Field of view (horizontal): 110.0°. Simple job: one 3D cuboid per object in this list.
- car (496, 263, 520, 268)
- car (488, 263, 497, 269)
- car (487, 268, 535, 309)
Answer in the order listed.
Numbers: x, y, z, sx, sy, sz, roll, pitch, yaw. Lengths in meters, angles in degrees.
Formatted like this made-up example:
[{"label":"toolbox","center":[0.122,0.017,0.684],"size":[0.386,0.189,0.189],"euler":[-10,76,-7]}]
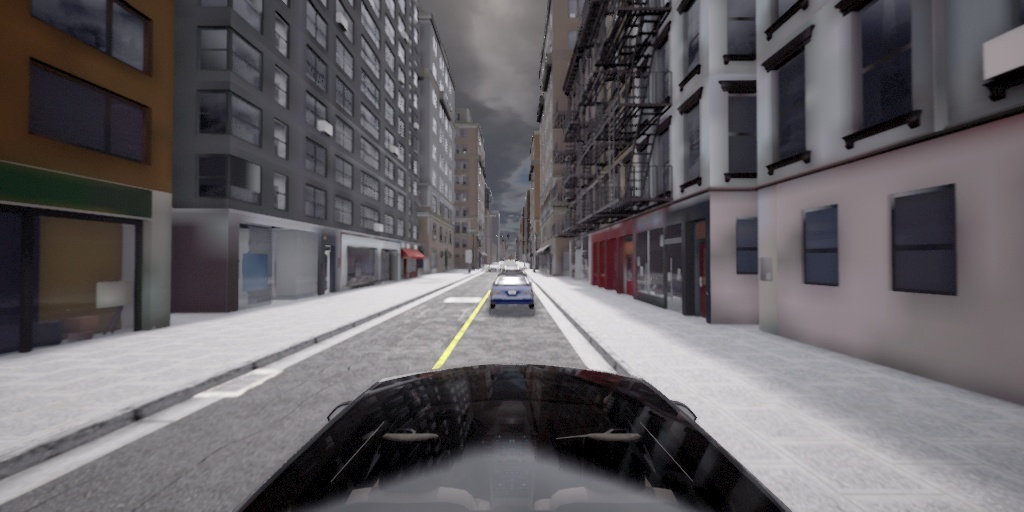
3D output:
[{"label":"car","center":[0.013,1.512,31.148],"size":[2.128,1.511,4.902],"euler":[0,0,0]},{"label":"car","center":[-2.739,1.758,56.217],"size":[1.812,1.442,4.674],"euler":[0,-1,0]},{"label":"car","center":[0.005,1.429,15.842],"size":[2.033,1.411,5.357],"euler":[0,0,0]}]
